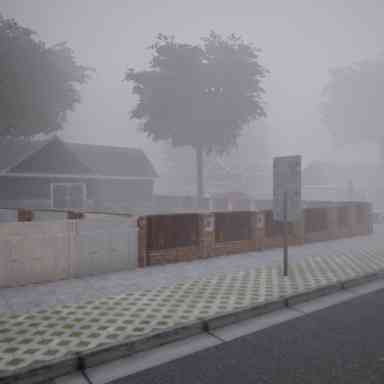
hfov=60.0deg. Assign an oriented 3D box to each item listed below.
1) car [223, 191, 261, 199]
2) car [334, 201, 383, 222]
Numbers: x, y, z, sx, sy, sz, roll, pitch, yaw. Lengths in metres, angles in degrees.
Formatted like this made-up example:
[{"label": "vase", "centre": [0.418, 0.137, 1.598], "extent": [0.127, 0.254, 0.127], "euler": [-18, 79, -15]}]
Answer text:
[{"label": "car", "centre": [5.297, 0.977, 32.937], "extent": [2.150, 2.045, 5.566], "euler": [0, 1, -36]}, {"label": "car", "centre": [11.378, 1.405, 24.372], "extent": [1.812, 1.442, 4.674], "euler": [0, 1, -35]}]
